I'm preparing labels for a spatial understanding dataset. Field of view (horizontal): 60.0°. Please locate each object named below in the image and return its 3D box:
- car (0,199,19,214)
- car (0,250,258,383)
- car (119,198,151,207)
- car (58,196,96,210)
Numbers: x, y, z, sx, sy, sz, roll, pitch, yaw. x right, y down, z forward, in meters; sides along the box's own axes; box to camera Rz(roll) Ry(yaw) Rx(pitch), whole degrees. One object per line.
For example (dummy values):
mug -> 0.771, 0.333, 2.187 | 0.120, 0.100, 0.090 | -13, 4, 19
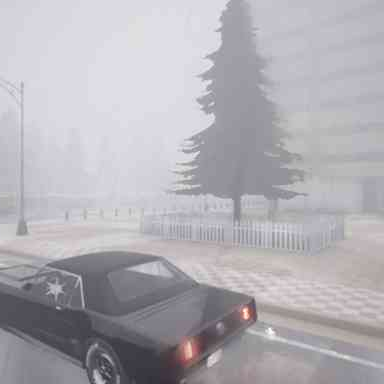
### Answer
car -> -20.406, 1.471, 33.896 | 1.882, 1.535, 5.008 | 0, 0, 36
car -> -1.538, 1.600, 5.108 | 4.718, 1.301, 1.895 | 0, 0, 36
car -> -8.490, 1.540, 50.392 | 2.033, 1.411, 5.357 | 0, 0, 36
car -> -14.505, 1.345, 42.068 | 2.097, 1.767, 4.553 | 0, 0, 36
